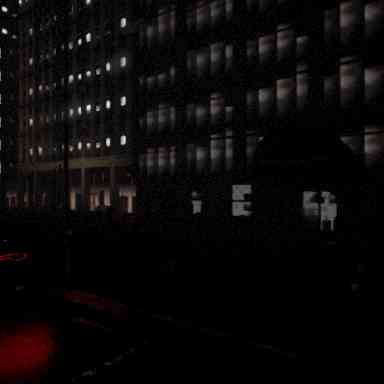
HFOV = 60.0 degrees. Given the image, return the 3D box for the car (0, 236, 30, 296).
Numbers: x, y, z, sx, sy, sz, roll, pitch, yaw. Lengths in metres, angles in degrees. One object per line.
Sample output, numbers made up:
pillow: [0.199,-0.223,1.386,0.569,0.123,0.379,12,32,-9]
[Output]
car: [-5.643,1.445,7.453,5.008,1.535,1.882,0,0,35]
